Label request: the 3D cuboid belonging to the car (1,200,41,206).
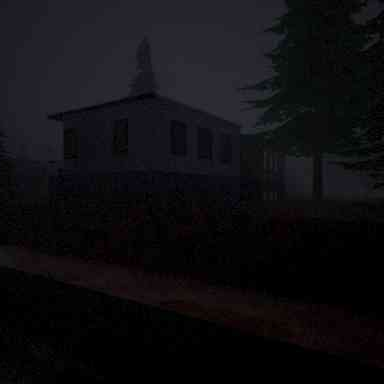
[{"bbox_3d":[-15.369,1.482,28.695,1.837,1.490,4.892,0,0,28],"label":"car"}]
